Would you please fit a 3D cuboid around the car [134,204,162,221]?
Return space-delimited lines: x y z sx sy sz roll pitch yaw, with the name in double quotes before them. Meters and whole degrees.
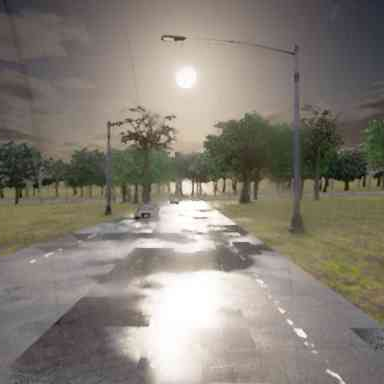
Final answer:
"car" -3.614 1.697 28.042 1.994 1.385 4.181 0 0 0

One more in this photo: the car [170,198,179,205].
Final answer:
"car" -3.546 1.884 68.434 2.033 1.411 5.357 0 0 0
